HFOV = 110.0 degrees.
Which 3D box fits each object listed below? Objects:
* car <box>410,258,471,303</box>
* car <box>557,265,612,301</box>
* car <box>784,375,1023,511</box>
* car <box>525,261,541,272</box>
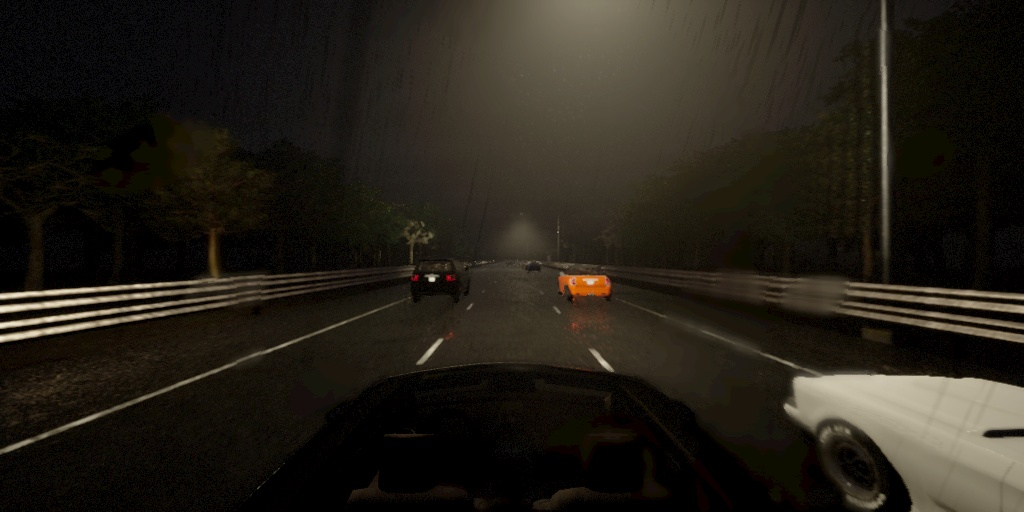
[{"bbox_3d":[-3.401,1.116,17.923,2.150,2.045,5.566,0,-1,0],"label":"car"},{"bbox_3d":[3.598,1.252,18.558,2.097,1.767,4.553,0,-1,0],"label":"car"},{"bbox_3d":[3.600,1.348,1.341,1.895,1.301,4.718,0,-1,0],"label":"car"},{"bbox_3d":[3.464,1.721,56.192,1.882,1.535,5.008,0,-1,0],"label":"car"}]
